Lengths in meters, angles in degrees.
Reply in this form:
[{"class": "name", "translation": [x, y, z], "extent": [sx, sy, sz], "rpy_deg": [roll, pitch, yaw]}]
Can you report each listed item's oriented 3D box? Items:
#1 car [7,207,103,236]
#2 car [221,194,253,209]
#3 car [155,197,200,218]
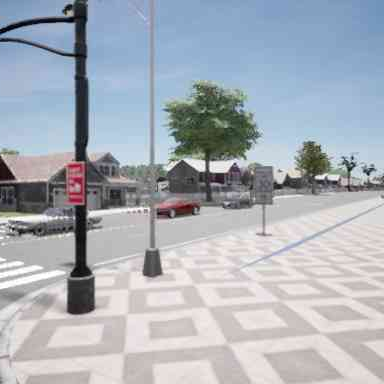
[{"class": "car", "translation": [-7.313, 1.501, 18.104], "extent": [1.895, 1.301, 4.718], "rpy_deg": [0, 1, 35]}, {"class": "car", "translation": [4.851, 0.996, 35.372], "extent": [2.128, 1.511, 4.902], "rpy_deg": [0, 1, 35]}, {"class": "car", "translation": [-1.271, 1.179, 26.693], "extent": [1.882, 1.535, 5.008], "rpy_deg": [0, 1, 35]}]
